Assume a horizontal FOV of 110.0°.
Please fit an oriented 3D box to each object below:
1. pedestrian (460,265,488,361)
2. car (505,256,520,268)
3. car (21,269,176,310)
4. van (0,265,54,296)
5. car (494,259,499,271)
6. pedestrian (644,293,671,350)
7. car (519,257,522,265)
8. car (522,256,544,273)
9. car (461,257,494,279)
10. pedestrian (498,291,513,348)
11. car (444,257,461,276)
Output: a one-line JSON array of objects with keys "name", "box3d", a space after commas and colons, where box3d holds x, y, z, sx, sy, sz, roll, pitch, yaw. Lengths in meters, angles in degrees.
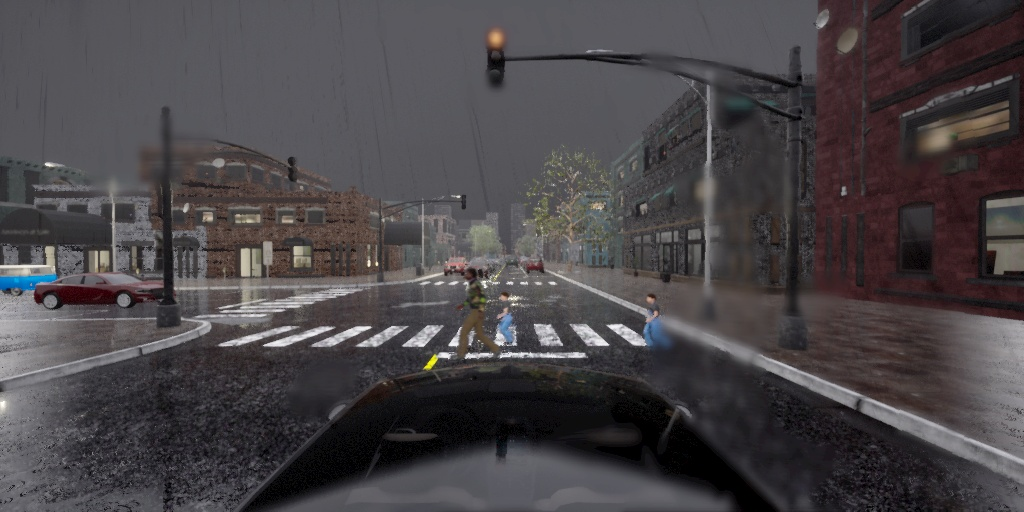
[{"name": "pedestrian", "box3d": [-0.721, 1.043, 6.784, 0.375, 1.860, 0.375, -1, 1, 0]}, {"name": "car", "box3d": [0.010, 0.953, 62.650, 2.150, 2.045, 5.566, 0, 0, 0]}, {"name": "car", "box3d": [-18.057, 1.474, 16.071, 5.008, 1.535, 1.882, -1, 1, -1]}, {"name": "van", "box3d": [-30.293, 1.456, 21.737, 3.998, 1.789, 1.690, 0, 0, -1]}, {"name": "car", "box3d": [-3.085, 1.229, 45.282, 2.128, 1.511, 4.902, 0, 0, 0]}, {"name": "pedestrian", "box3d": [3.071, 1.322, 7.676, 0.375, 1.300, 0.375, -1, 1, 0]}, {"name": "car", "box3d": [2.705, 1.283, 59.224, 2.007, 1.370, 4.403, 0, 0, 0]}, {"name": "car", "box3d": [2.702, 1.052, 42.592, 2.192, 1.841, 5.009, 0, 0, 0]}, {"name": "car", "box3d": [-3.090, 1.093, 32.685, 2.097, 1.767, 4.553, 0, 0, 0]}, {"name": "pedestrian", "box3d": [-0.068, 1.322, 8.139, 0.375, 1.300, 0.375, -1, 1, 0]}, {"name": "car", "box3d": [-5.680, 1.054, 37.050, 2.192, 1.841, 5.009, 0, 0, 0]}]
